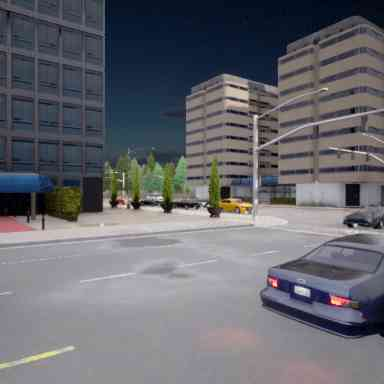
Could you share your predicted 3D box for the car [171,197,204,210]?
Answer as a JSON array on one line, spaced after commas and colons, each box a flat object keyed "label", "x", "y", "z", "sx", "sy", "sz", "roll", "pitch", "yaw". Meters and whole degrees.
[{"label": "car", "x": -0.893, "y": 1.601, "z": 43.619, "sx": 1.895, "sy": 1.301, "sz": 4.718, "roll": 0, "pitch": 0, "yaw": -35}]

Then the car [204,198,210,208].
[{"label": "car", "x": 0.254, "y": 1.491, "z": 48.083, "sx": 2.128, "sy": 1.511, "sz": 4.902, "roll": 0, "pitch": 0, "yaw": -35}]

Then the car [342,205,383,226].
[{"label": "car", "x": 11.707, "y": 1.547, "z": 20.984, "sx": 5.357, "sy": 1.411, "sz": 2.033, "roll": 0, "pitch": 0, "yaw": -36}]

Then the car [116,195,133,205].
[{"label": "car", "x": -12.002, "y": 1.352, "z": 59.555, "sx": 2.097, "sy": 1.767, "sz": 4.553, "roll": 0, "pitch": 0, "yaw": -35}]

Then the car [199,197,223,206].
[{"label": "car", "x": 3.198, "y": 1.564, "z": 56.425, "sx": 1.994, "sy": 1.385, "sz": 4.181, "roll": 0, "pitch": 0, "yaw": -35}]

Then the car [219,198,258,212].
[{"label": "car", "x": 5.566, "y": 1.505, "z": 40.497, "sx": 1.837, "sy": 1.490, "sz": 4.892, "roll": 0, "pitch": 0, "yaw": -35}]

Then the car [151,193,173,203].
[{"label": "car", "x": -6.341, "y": 1.223, "z": 69.995, "sx": 2.150, "sy": 2.045, "sz": 5.566, "roll": 0, "pitch": 0, "yaw": -35}]

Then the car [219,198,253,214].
[{"label": "car", "x": 4.467, "y": 1.478, "z": 35.964, "sx": 1.882, "sy": 1.535, "sz": 5.008, "roll": 0, "pitch": 0, "yaw": -35}]

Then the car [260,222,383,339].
[{"label": "car", "x": 3.719, "y": 1.547, "z": 6.473, "sx": 5.357, "sy": 1.411, "sz": 2.033, "roll": 0, "pitch": 0, "yaw": -35}]

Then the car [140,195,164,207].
[{"label": "car", "x": -6.165, "y": 1.601, "z": 51.152, "sx": 1.895, "sy": 1.301, "sz": 4.718, "roll": 0, "pitch": 0, "yaw": -35}]

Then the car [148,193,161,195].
[{"label": "car", "x": -5.810, "y": 1.221, "z": 56.766, "sx": 2.150, "sy": 2.045, "sz": 5.566, "roll": 0, "pitch": 0, "yaw": -34}]
